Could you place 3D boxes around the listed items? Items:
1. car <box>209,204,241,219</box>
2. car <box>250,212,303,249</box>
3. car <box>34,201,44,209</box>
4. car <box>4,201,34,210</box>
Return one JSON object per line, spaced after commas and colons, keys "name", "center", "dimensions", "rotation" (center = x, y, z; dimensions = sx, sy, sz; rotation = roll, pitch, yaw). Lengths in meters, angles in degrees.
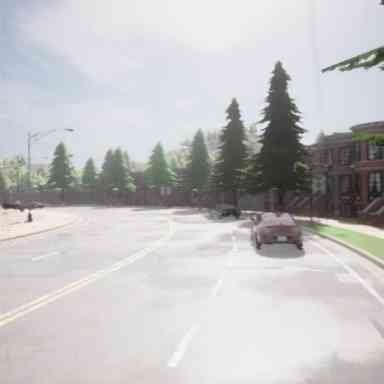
{"name": "car", "center": [2.957, 1.792, 31.096], "dimensions": [1.895, 1.301, 4.718], "rotation": [-1, 0, -12]}
{"name": "car", "center": [3.631, 1.588, 14.736], "dimensions": [1.812, 1.442, 4.674], "rotation": [-1, 0, 7]}
{"name": "car", "center": [-29.098, 2.392, 60.839], "dimensions": [4.181, 1.385, 1.994], "rotation": [-1, 0, 24]}
{"name": "car", "center": [-30.343, 2.298, 57.555], "dimensions": [5.008, 1.535, 1.882], "rotation": [-1, -1, 25]}
